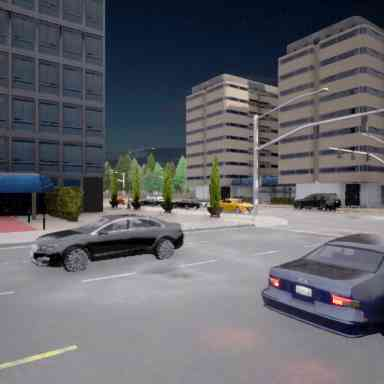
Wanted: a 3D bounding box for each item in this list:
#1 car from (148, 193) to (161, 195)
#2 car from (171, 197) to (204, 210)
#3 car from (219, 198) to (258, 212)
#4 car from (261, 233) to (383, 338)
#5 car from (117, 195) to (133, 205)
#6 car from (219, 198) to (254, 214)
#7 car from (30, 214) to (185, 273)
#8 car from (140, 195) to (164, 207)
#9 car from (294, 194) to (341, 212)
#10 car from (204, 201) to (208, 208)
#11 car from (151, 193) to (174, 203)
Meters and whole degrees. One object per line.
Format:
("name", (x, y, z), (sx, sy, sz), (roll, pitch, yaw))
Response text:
("car", (-5.783, 1.221, 56.788), (2.150, 2.045, 5.566), (0, 0, -34))
("car", (-0.865, 1.601, 43.641), (1.895, 1.301, 4.718), (0, 0, -35))
("car", (5.594, 1.505, 40.521), (1.837, 1.490, 4.892), (0, 0, -35))
("car", (3.750, 1.547, 6.496), (5.357, 1.411, 2.033), (0, 0, -35))
("car", (-11.976, 1.352, 59.577), (2.097, 1.767, 4.553), (0, 0, -35))
("car", (4.495, 1.478, 35.987), (1.882, 1.535, 5.008), (0, 0, -35))
("car", (-2.520, 1.491, 10.801), (4.902, 1.511, 2.128), (0, 0, -36))
("car", (-6.138, 1.601, 51.174), (1.895, 1.301, 4.718), (0, 0, -35))
("car", (14.852, 1.221, 39.637), (2.150, 2.045, 5.566), (0, 0, -34))
("car", (0.282, 1.491, 48.105), (2.128, 1.511, 4.902), (0, 0, -35))
("car", (-6.254, 1.222, 69.912), (2.150, 2.045, 5.566), (0, 0, -35))
